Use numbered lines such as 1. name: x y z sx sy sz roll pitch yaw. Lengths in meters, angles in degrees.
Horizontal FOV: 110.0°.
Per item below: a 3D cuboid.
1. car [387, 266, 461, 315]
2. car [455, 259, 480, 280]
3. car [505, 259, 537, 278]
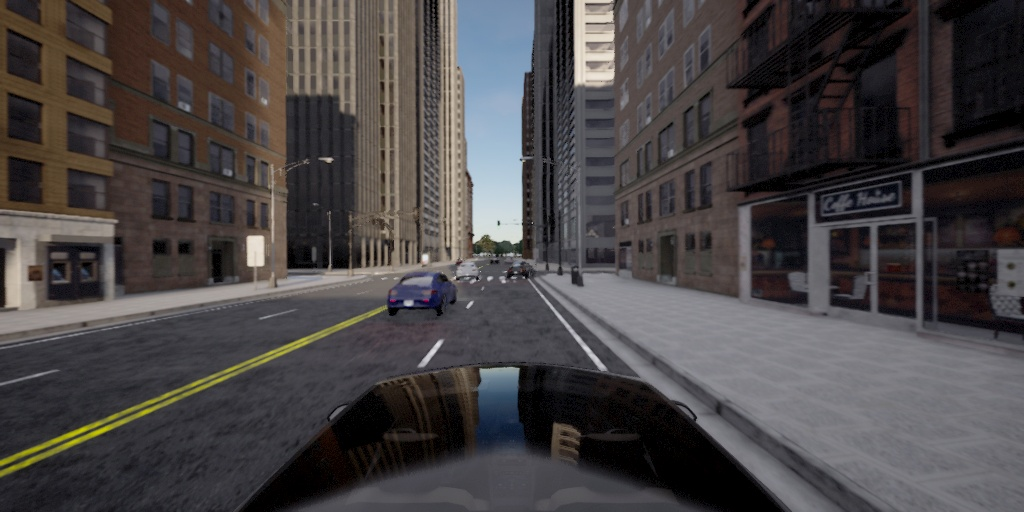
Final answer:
1. car: -3.237 1.286 13.487 1.812 1.442 4.674 0 0 0
2. car: -3.817 1.267 31.034 1.812 1.442 4.674 0 0 -6
3. car: 0.926 1.235 32.980 1.812 1.442 4.674 -1 0 15
